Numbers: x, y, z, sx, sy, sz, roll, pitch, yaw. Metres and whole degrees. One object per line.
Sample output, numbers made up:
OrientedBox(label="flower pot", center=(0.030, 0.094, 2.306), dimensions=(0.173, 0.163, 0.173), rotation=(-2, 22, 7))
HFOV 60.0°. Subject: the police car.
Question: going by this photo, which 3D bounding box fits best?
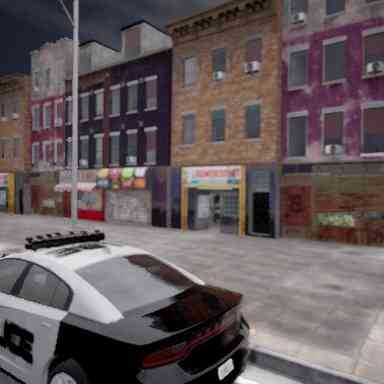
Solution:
OrientedBox(label="police car", center=(-1.796, 1.367, 4.545), dimensions=(5.238, 1.638, 1.930), rotation=(1, 1, 35))
